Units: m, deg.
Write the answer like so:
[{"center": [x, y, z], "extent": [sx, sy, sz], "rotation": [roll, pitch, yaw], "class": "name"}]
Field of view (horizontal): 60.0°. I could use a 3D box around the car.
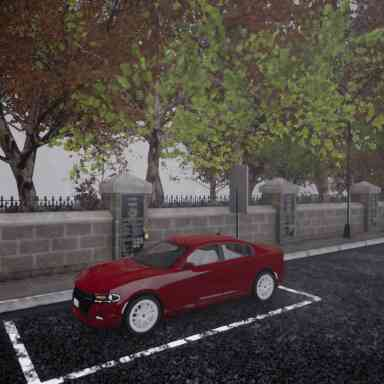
[{"center": [-0.046, 1.546, 6.686], "extent": [4.507, 1.381, 1.887], "rotation": [0, 0, -36], "class": "car"}]
